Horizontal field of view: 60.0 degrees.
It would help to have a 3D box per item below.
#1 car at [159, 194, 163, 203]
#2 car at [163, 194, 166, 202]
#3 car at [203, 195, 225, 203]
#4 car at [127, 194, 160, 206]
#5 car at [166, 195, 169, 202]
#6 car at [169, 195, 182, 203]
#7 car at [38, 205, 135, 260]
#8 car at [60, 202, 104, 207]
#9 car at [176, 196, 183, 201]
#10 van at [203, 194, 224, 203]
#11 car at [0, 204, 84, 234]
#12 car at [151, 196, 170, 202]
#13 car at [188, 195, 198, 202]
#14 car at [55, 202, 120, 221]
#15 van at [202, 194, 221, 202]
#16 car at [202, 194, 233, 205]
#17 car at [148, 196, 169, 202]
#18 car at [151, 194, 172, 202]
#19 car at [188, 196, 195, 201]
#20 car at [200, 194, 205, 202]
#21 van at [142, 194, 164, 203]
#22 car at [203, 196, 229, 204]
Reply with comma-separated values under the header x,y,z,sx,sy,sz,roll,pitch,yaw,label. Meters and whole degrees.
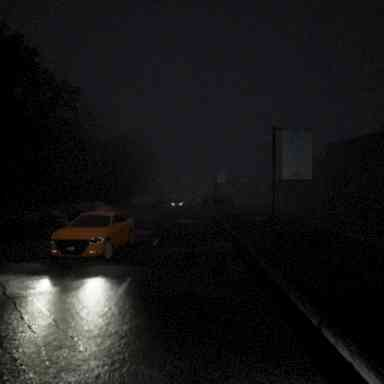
x,y,z,sx,sy,sz,roll,pitch,yaw,label
-8.346,1.568,60.873,5.008,1.535,2.097,0,0,0,car
-8.314,1.508,69.229,4.553,1.767,2.185,0,-1,0,car
4.763,1.537,72.083,4.553,1.767,2.185,0,-1,0,car
-8.334,1.542,55.305,5.008,1.535,2.097,0,0,0,car
-8.355,1.759,77.580,4.674,1.452,2.002,0,-1,0,car
-3.265,1.544,72.742,2.097,1.767,4.553,0,-1,0,car
-3.574,1.487,12.745,1.882,1.535,5.008,0,0,4,car
-8.331,1.500,20.397,4.892,1.521,2.231,0,0,0,car
-3.296,1.839,88.930,1.895,1.301,4.718,0,-1,0,car
4.843,1.467,74.888,4.442,1.987,1.878,0,-1,0,van
-8.334,1.536,17.121,4.674,1.452,2.002,0,0,0,car
-8.409,1.868,88.720,4.792,1.488,2.163,0,-1,0,car
-0.036,1.909,84.473,1.895,1.301,4.718,0,-1,0,car
-8.335,1.546,26.819,4.674,1.452,2.002,0,0,0,car
4.601,1.526,80.494,4.442,1.987,1.878,0,-1,0,van
4.746,1.558,58.071,4.892,1.521,2.231,0,0,0,car
-8.363,1.779,83.151,5.008,1.535,2.097,0,-1,0,car
-8.358,1.618,91.507,5.566,2.045,2.435,0,-1,0,car
-0.058,1.938,94.469,2.033,1.411,5.357,0,-1,0,car
4.711,1.320,60.873,5.566,2.045,2.435,0,0,0,car
-8.465,1.434,72.010,4.442,1.987,1.878,0,-1,0,van
4.730,1.611,66.475,4.892,1.521,2.231,0,-1,0,car
